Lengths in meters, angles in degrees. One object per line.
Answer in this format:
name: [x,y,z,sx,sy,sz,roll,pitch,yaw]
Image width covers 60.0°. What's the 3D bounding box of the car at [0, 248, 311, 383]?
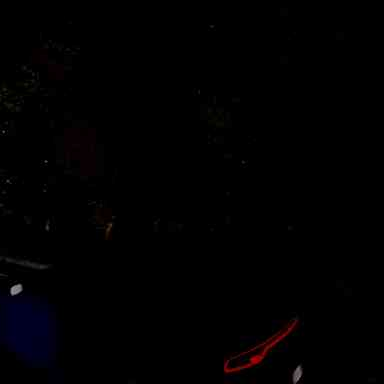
car: [-1.070,1.508,4.449,5.008,1.535,1.882,-1,-1,36]
